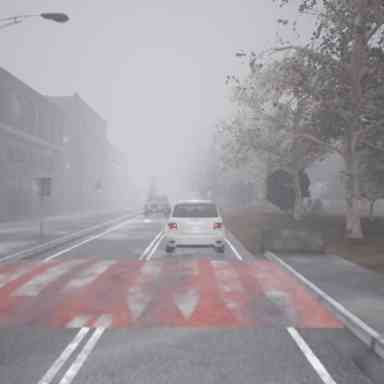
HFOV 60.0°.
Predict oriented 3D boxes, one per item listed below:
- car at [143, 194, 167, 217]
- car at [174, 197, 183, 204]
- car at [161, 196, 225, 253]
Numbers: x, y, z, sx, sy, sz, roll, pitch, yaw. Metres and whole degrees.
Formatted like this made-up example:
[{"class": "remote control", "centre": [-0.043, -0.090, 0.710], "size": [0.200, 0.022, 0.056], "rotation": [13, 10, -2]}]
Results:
[{"class": "car", "centre": [-3.286, 1.259, 31.945], "size": [2.150, 2.045, 5.566], "rotation": [0, 0, 0]}, {"class": "car", "centre": [-2.959, 1.964, 73.433], "size": [1.837, 1.490, 4.892], "rotation": [0, -1, 0]}, {"class": "car", "centre": [0.117, 1.274, 14.051], "size": [2.150, 2.045, 5.566], "rotation": [0, 1, 0]}]
